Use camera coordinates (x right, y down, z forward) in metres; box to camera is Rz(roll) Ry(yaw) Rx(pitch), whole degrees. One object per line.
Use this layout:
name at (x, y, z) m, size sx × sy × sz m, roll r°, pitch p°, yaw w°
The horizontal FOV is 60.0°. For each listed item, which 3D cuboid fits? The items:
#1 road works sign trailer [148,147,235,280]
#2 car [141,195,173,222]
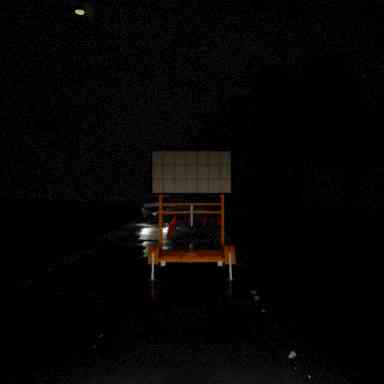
road works sign trailer at (-0.009, 0.471, 9.892) m, size 2.380 × 3.560 × 2.880 m, roll 0°, pitch 0°, yaw 0°
car at (-2.722, 1.261, 26.941) m, size 2.150 × 2.045 × 5.566 m, roll 0°, pitch 0°, yaw 0°
